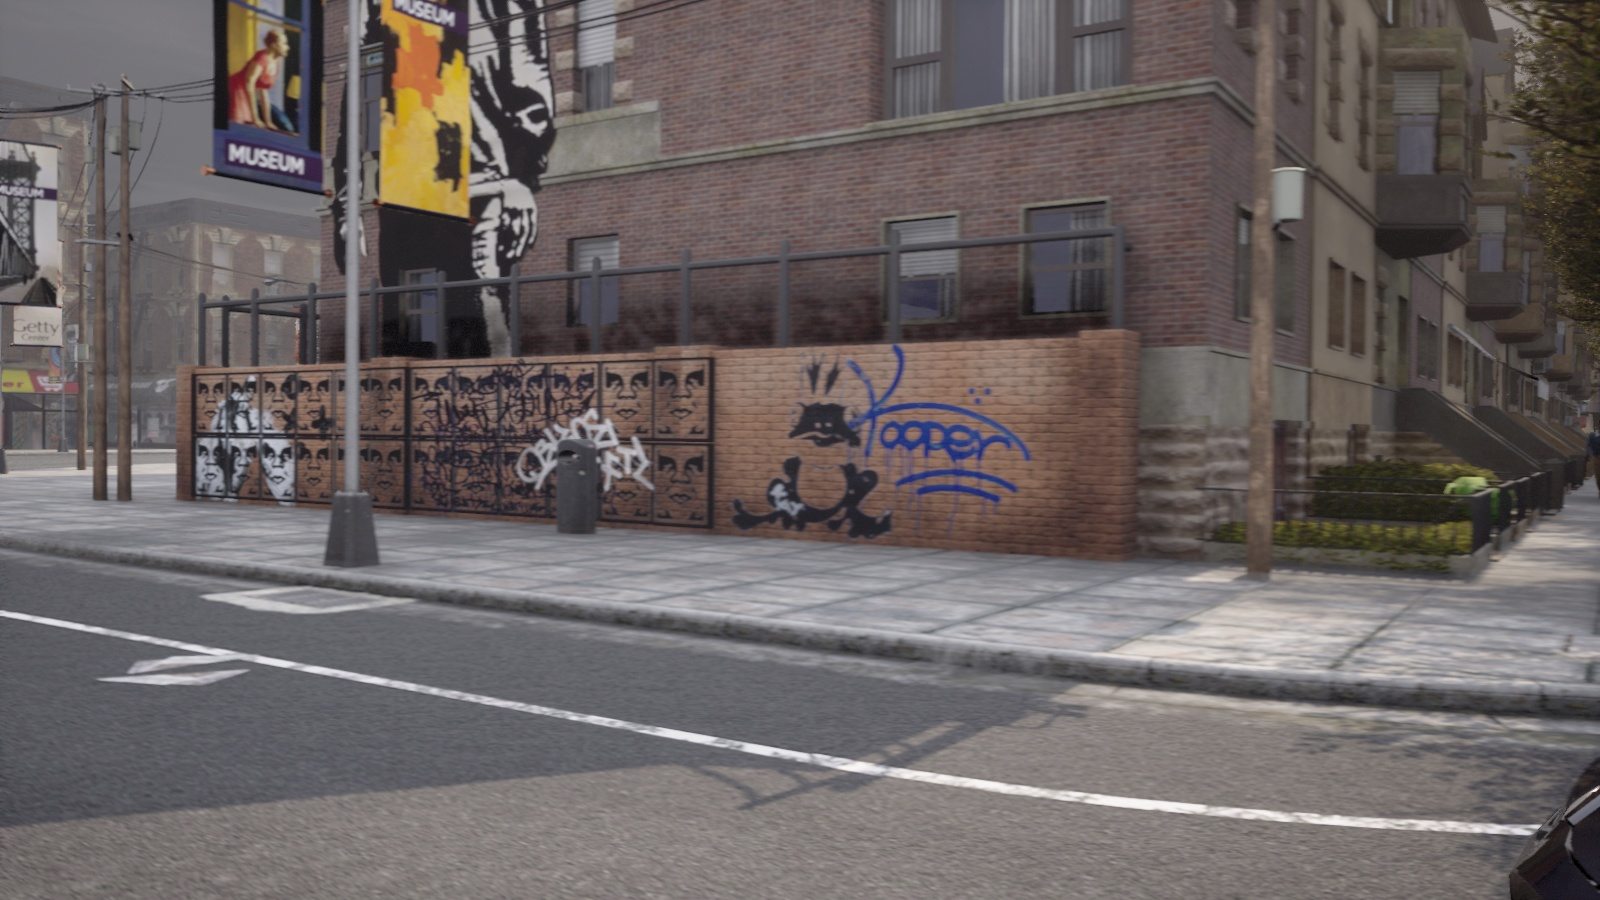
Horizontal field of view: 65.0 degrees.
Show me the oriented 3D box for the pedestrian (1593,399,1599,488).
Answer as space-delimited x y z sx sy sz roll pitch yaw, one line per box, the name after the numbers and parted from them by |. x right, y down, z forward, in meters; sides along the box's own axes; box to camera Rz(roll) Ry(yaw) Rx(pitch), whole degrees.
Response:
17.836 -0.153 27.817 0.423 1.949 0.788 0 1 36 | pedestrian

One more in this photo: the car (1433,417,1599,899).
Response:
3.656 0.677 1.550 4.792 1.488 2.163 0 1 15 | car
